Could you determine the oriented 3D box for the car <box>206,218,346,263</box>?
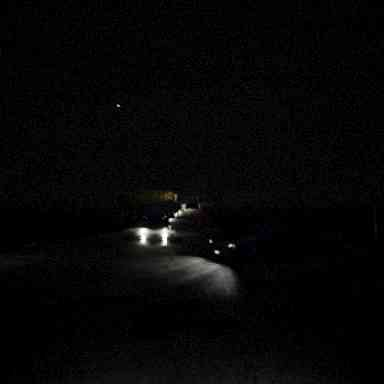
[{"bbox_3d":[3.259,1.694,12.518,5.357,1.411,2.033,1,-2,-24],"label":"car"}]

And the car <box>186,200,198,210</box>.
[{"bbox_3d":[0.019,2.142,58.656,2.097,1.767,4.553,0,-1,0],"label":"car"}]

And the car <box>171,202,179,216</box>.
[{"bbox_3d":[-2.844,2.042,36.626,2.033,1.411,5.357,0,-1,0],"label":"car"}]

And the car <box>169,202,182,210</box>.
[{"bbox_3d":[-2.820,2.369,57.015,1.895,1.301,4.718,0,-1,0],"label":"car"}]

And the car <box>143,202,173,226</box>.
[{"bbox_3d":[-2.802,1.838,26.819,1.882,1.535,5.008,0,-1,-2],"label":"car"}]

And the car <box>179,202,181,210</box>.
[{"bbox_3d":[-2.834,2.180,46.758,2.033,1.411,5.357,0,-1,0],"label":"car"}]
